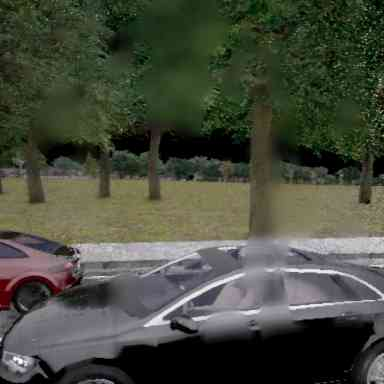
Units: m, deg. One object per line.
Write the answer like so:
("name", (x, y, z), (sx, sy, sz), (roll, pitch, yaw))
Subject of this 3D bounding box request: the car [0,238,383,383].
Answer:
("car", (0.459, 1.439, 3.904), (4.902, 1.511, 2.128), (0, 1, -11))

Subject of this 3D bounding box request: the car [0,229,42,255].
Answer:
("car", (-4.243, 1.434, 6.301), (4.181, 1.385, 1.994), (0, 1, -11))
